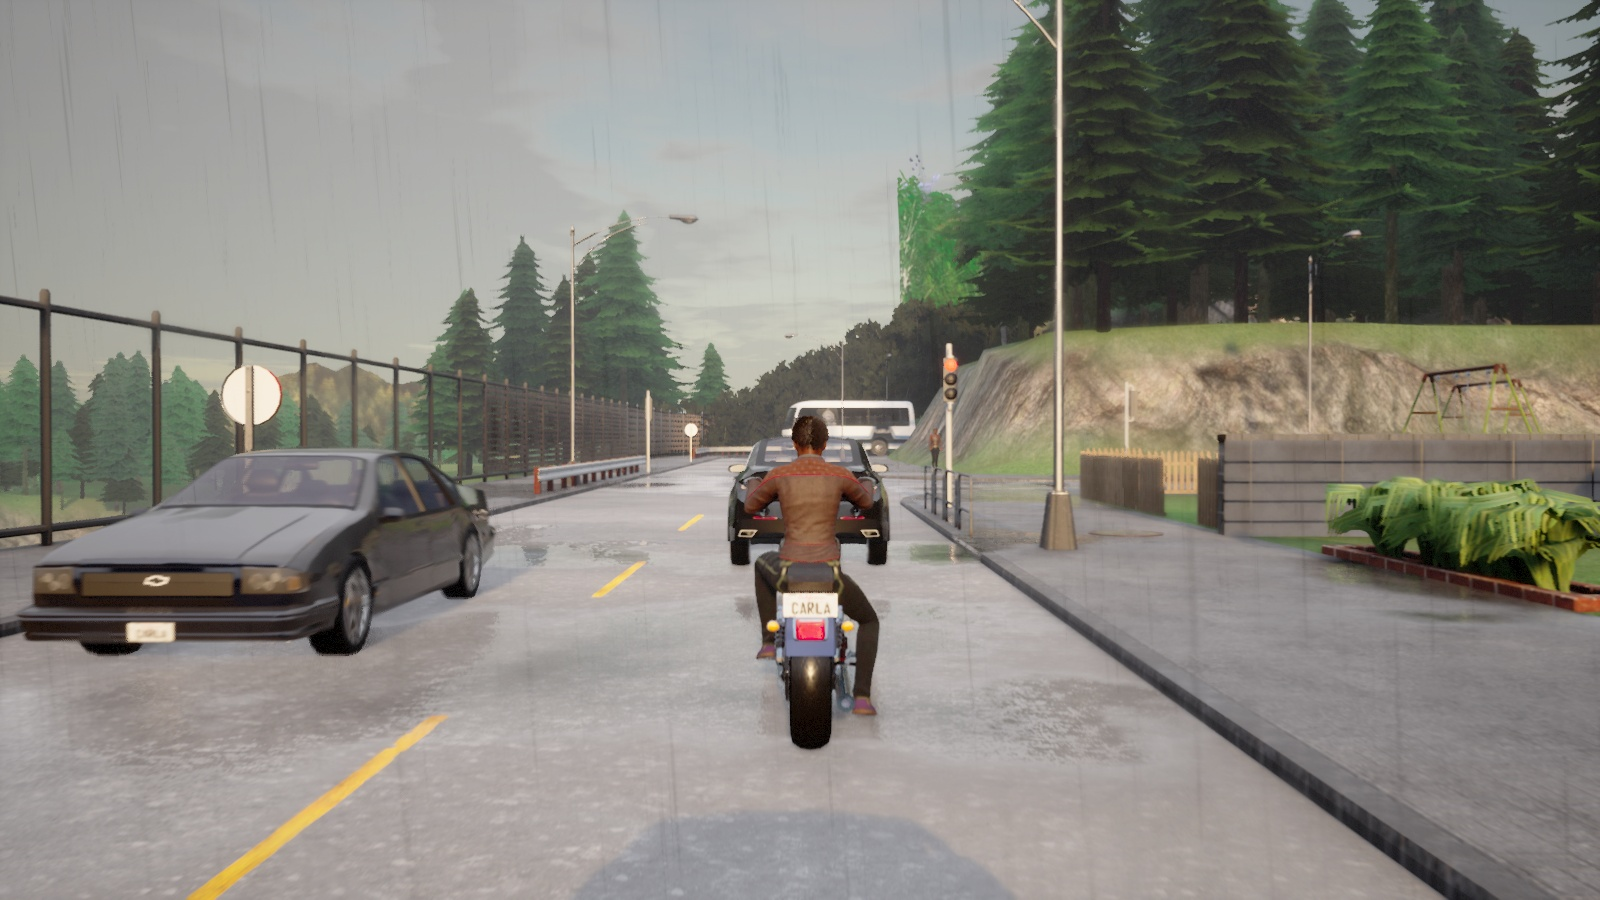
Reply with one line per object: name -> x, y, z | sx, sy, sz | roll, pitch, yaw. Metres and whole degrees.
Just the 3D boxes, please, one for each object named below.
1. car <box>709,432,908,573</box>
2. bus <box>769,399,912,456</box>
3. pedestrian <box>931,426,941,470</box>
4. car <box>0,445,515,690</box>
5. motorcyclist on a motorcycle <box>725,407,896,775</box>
car -> 0.105, 0.532, 15.904 | 2.128, 1.511, 4.902 | 0, 1, 0
bus -> 3.082, -1.654, 96.306 | 10.273, 4.253, 3.944 | 0, 0, -13
pedestrian -> 5.589, -0.091, 51.703 | 0.328, 1.805, 0.869 | 0, 1, 0
car -> -3.928, 0.683, 10.085 | 2.033, 1.411, 5.357 | 0, 1, 0
motorcyclist on a motorcycle -> 0.054, 0.623, 6.809 | 0.766, 1.649, 2.350 | 0, 0, 0
